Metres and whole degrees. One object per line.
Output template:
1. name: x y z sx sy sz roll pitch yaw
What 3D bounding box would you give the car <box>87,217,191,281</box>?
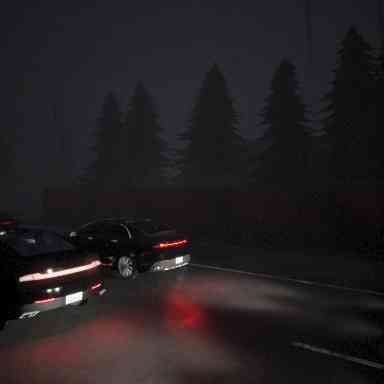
1. car: -2.298 1.505 9.962 4.892 1.490 1.837 0 0 36

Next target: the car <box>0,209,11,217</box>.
1. car: -9.937 1.505 15.451 4.892 1.490 1.837 0 0 36

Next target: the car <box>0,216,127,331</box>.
1. car: -3.866 1.492 6.777 4.902 1.511 2.128 0 0 36
